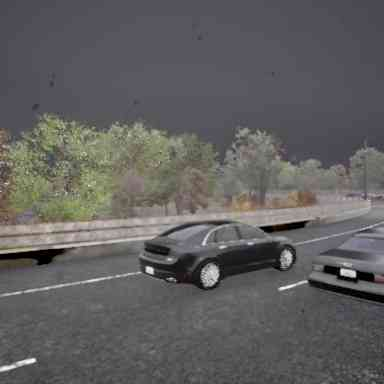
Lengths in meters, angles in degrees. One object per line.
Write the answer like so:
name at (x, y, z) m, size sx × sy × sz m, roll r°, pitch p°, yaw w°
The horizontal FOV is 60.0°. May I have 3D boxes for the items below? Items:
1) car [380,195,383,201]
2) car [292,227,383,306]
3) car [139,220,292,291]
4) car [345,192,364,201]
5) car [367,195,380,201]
car at (46.880, 1.433, 81.556) m, size 1.994 × 1.385 × 4.181 m, roll 0°, pitch 0°, yaw 3°
car at (4.824, 1.551, 7.802) m, size 5.357 × 1.411 × 2.033 m, roll 0°, pitch 0°, yaw -40°
car at (0.927, 1.525, 9.148) m, size 4.892 × 1.490 × 1.837 m, roll -1°, pitch 0°, yaw -39°
car at (39.908, 1.132, 82.209) m, size 2.150 × 2.045 × 5.566 m, roll 0°, pitch 0°, yaw 3°
car at (43.393, 1.419, 81.867) m, size 2.128 × 1.511 × 4.902 m, roll 0°, pitch 0°, yaw 3°
